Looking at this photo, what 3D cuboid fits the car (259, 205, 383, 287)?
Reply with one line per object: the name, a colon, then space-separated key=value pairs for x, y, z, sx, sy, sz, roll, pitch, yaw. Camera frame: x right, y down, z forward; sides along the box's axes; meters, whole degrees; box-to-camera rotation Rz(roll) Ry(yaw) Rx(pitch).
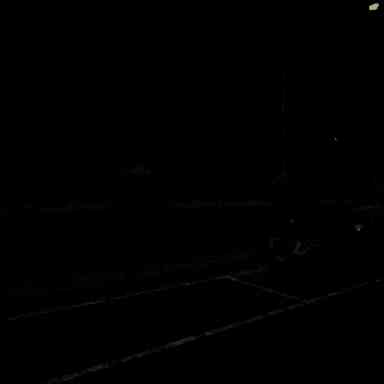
car: x=4.189 y=1.313 z=9.519 sx=5.009 sy=1.841 sz=2.192 roll=0 pitch=0 yaw=-35
